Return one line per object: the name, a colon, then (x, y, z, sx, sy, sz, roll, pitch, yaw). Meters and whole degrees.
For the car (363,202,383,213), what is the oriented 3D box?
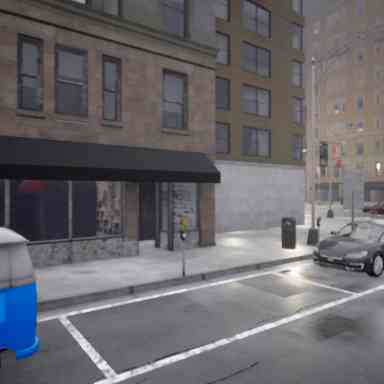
car: (17.776, 1.530, 29.252, 1.895, 1.301, 4.718, 0, 0, -36)

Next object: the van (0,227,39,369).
van: (-3.768, 1.341, 3.500, 3.998, 1.788, 1.690, 0, 0, -36)

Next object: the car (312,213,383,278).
car: (5.448, 1.547, 10.080, 4.403, 1.369, 2.008, 0, 0, -36)
